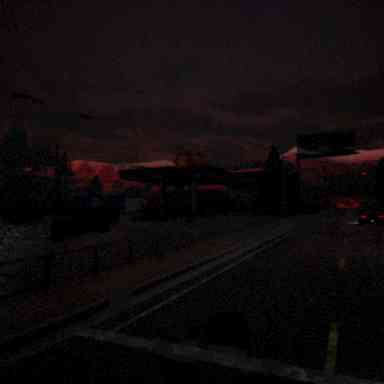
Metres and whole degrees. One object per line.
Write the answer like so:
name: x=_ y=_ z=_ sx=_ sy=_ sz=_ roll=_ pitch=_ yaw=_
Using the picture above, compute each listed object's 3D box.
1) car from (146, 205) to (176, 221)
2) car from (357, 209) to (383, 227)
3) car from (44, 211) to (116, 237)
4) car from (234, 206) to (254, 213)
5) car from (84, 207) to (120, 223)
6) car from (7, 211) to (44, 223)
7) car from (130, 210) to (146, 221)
car: x=-3.561 y=2.642 z=41.632 sx=1.905 sy=1.878 sz=3.866 roll=-2 pitch=-2 yaw=25
car: x=15.636 y=2.212 z=29.096 sx=1.812 sy=1.442 sz=4.674 roll=-2 pitch=-2 yaw=25
car: x=-7.908 y=2.357 z=23.910 sx=2.007 sy=1.523 sz=4.514 roll=-2 pitch=-2 yaw=25
car: x=11.494 y=3.804 z=72.104 sx=4.611 sy=1.667 sz=2.242 roll=-2 pitch=-2 yaw=25
car: x=-9.898 y=2.572 z=35.928 sx=1.932 sy=1.855 sz=4.605 roll=-2 pitch=-2 yaw=25
car: x=-20.847 y=3.127 z=41.889 sx=2.007 sy=1.523 sz=4.514 roll=-2 pitch=-2 yaw=25
car: x=-6.299 y=3.030 z=43.596 sx=1.970 sy=1.475 sz=3.806 roll=-2 pitch=-2 yaw=25
